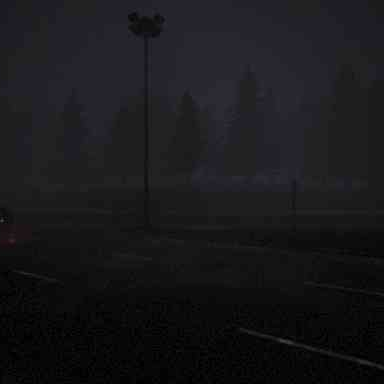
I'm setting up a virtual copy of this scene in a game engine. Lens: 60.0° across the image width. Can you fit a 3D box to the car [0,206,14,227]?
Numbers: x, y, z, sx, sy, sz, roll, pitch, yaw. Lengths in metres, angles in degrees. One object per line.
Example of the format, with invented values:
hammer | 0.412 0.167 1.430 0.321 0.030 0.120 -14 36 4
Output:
car | -13.907 1.607 22.311 4.902 1.511 2.128 0 0 35
